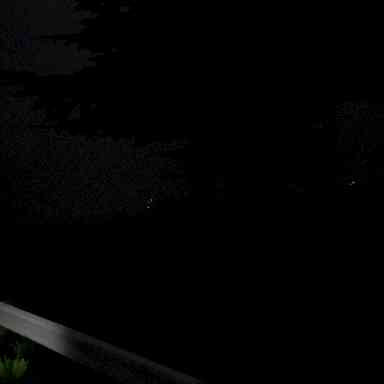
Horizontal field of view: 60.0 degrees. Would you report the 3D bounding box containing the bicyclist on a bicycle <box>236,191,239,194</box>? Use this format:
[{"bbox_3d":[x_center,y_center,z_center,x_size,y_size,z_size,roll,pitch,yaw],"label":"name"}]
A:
[{"bbox_3d":[3.698,0.269,24.637,0.582,1.620,1.656,1,4,-28],"label":"bicyclist on a bicycle"}]

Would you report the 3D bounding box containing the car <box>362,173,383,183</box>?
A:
[{"bbox_3d":[17.778,-0.971,33.366,4.553,1.767,2.097,-4,0,9],"label":"car"}]

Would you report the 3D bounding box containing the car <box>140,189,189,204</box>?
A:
[{"bbox_3d":[-2.217,0.591,28.775,4.553,1.767,2.097,-5,3,-29],"label":"car"}]

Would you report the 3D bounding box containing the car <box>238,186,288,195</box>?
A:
[{"bbox_3d":[6.906,-0.031,32.745,5.008,1.535,1.882,-4,1,-12],"label":"car"}]
